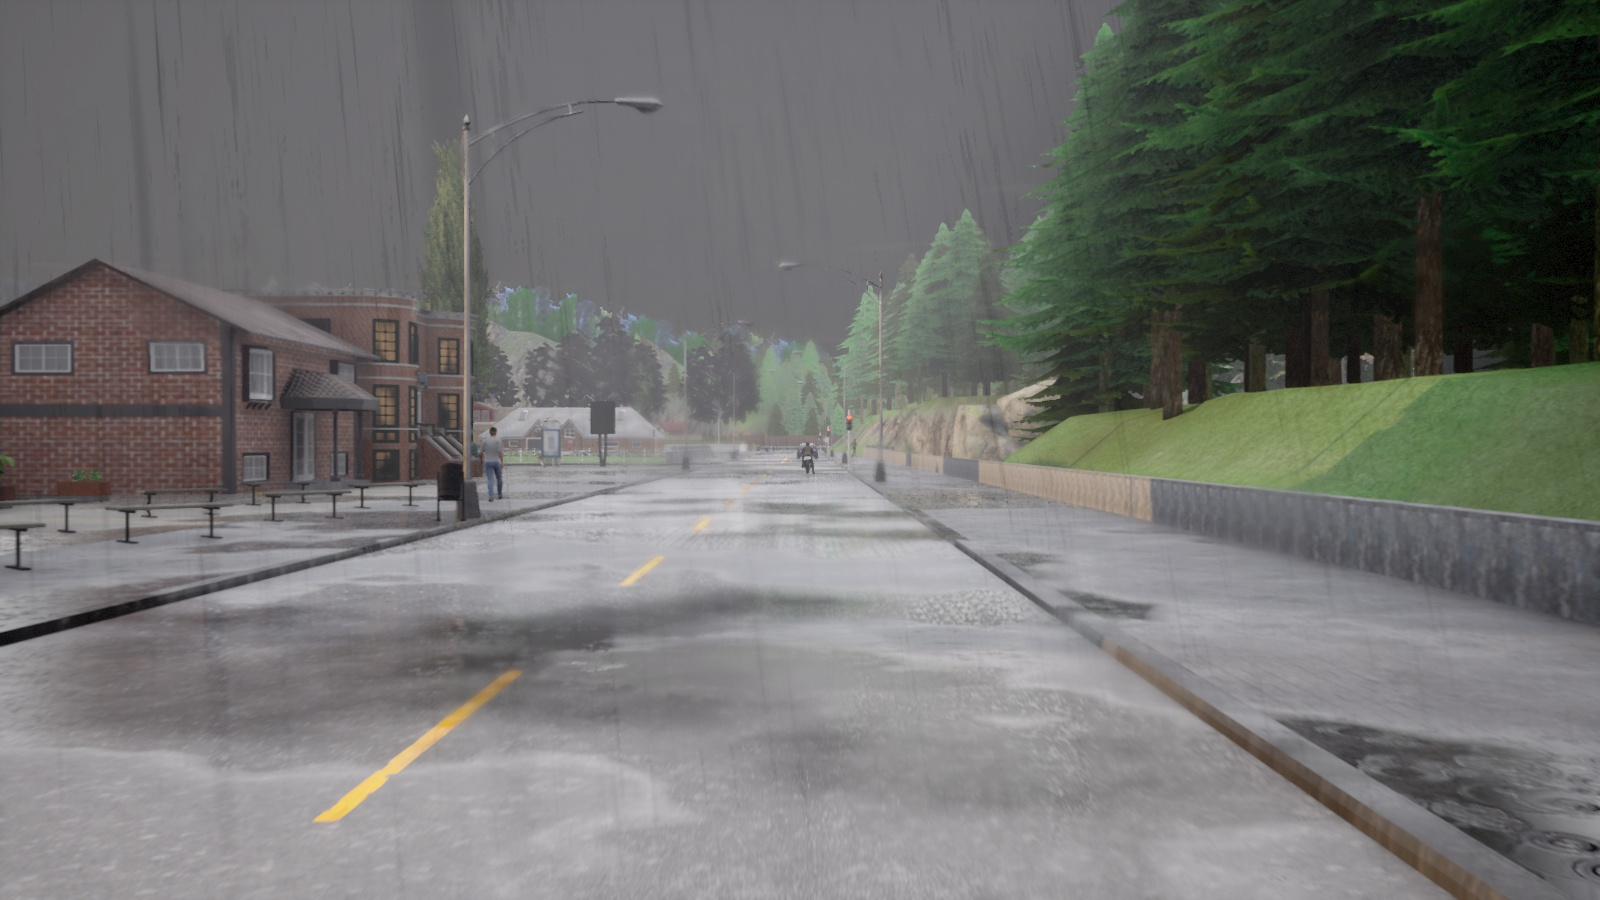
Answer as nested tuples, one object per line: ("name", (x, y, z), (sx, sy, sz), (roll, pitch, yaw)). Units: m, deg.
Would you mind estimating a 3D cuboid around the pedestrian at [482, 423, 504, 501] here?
("pedestrian", (-7.295, 0.282, 29.864), (0.354, 1.836, 0.706), (0, 0, 1))
